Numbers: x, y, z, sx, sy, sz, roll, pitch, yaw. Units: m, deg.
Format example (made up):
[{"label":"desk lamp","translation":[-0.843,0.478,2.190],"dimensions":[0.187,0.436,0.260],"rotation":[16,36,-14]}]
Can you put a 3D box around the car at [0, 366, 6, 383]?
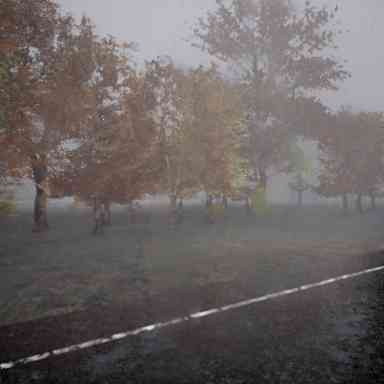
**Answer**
[{"label":"car","translation":[-3.747,1.211,1.056],"dimensions":[5.566,2.045,2.150],"rotation":[1,0,-36]}]
